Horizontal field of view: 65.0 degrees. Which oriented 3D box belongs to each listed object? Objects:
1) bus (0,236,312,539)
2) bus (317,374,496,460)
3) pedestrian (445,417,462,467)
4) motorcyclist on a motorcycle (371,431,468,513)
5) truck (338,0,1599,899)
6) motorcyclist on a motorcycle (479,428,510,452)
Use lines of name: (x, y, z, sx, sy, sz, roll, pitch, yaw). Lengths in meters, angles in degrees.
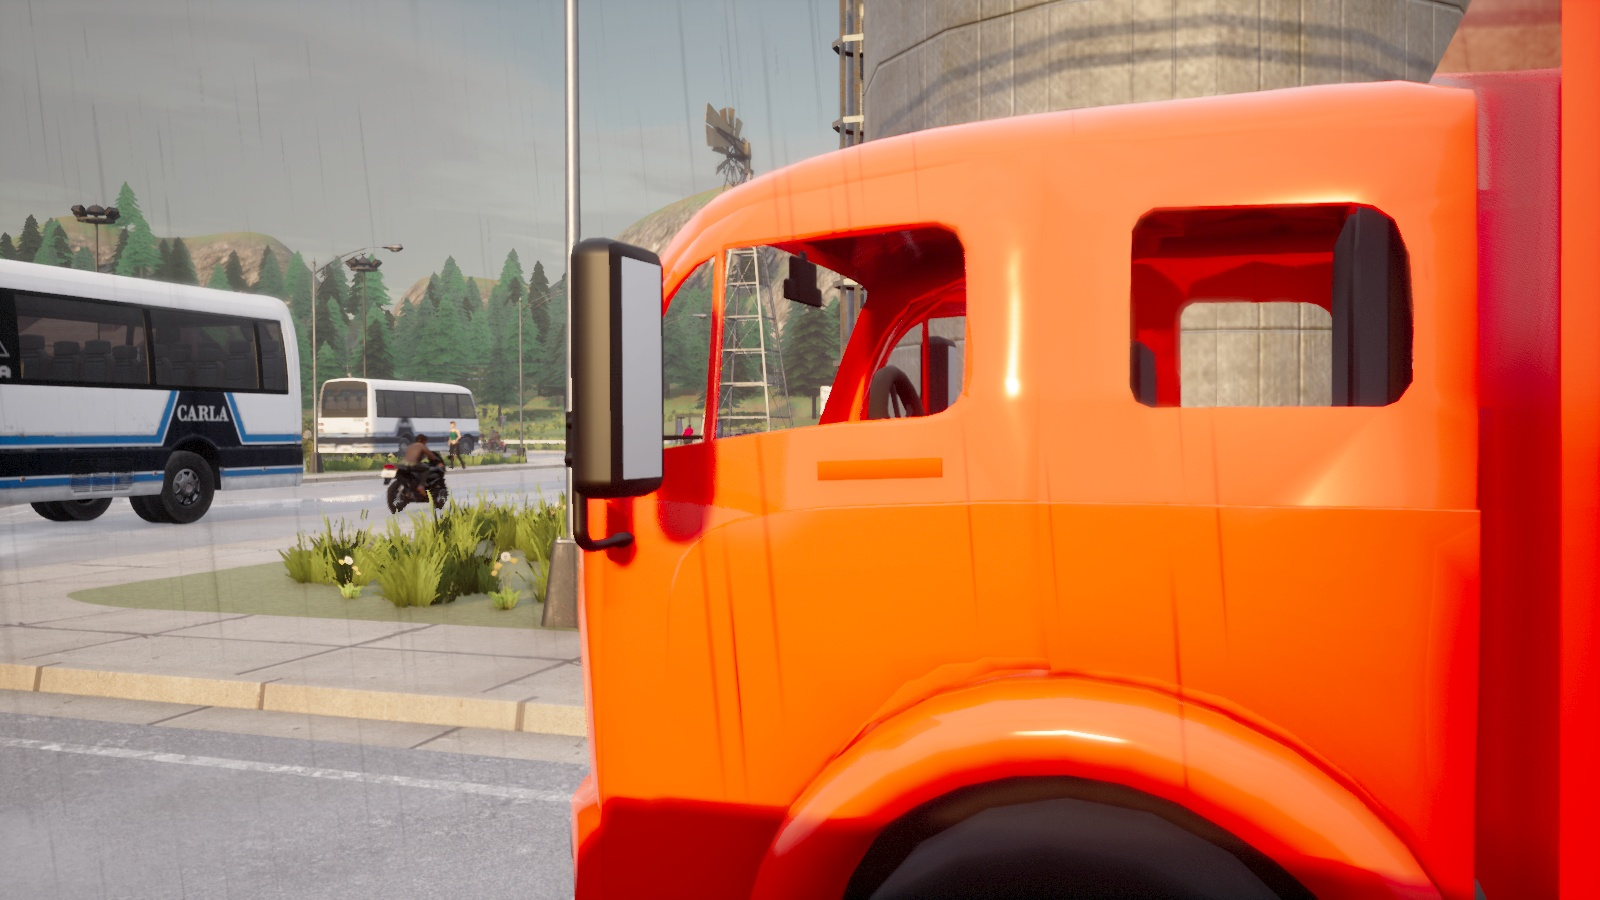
bus: (-12.686, -0.906, 19.484, 3.944, 4.253, 10.273, 0, 1, 18)
bus: (-20.884, -1.702, 67.555, 3.944, 4.253, 10.273, 1, 1, 18)
pedestrian: (-12.892, -0.310, 46.731, 0.345, 1.836, 0.594, 0, 1, 17)
motorcyclist on a motorcycle: (-7.415, 0.390, 24.555, 0.797, 1.523, 2.044, 0, 1, 18)
truck: (2.133, 0.308, 2.437, 5.204, 2.467, 2.627, 0, 1, 20)
motorcyclist on a motorcycle: (-21.622, -0.718, 88.881, 2.350, 1.649, 0.766, 1, 2, 37)
